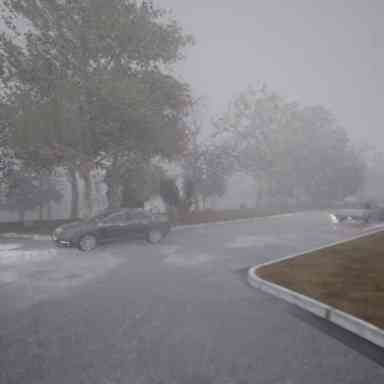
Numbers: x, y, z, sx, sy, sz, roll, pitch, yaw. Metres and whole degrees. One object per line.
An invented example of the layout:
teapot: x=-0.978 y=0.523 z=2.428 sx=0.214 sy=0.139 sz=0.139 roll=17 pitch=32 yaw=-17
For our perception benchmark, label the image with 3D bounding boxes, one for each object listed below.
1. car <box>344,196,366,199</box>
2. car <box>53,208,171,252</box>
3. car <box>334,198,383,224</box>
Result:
car: x=15.212 y=1.109 z=31.134 sx=5.008 sy=1.535 sz=1.882 roll=-1 pitch=0 yaw=-44
car: x=-3.193 y=1.483 z=13.948 sx=4.892 sy=1.490 sz=1.837 roll=-1 pitch=1 yaw=-36
car: x=11.437 y=1.329 z=22.349 sx=4.718 sy=1.301 sz=1.895 roll=-1 pitch=0 yaw=-44
